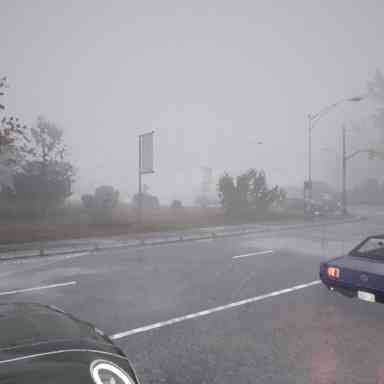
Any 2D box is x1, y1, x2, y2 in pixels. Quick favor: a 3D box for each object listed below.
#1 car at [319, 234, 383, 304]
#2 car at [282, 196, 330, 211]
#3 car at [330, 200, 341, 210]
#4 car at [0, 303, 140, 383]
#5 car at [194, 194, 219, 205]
[{"bbox_3d":[4.942,1.573,7.254,4.718,1.301,1.895,0,0,-35],"label":"car"},{"bbox_3d":[11.740,1.291,35.726,1.837,1.490,4.892,-1,0,-38],"label":"car"},{"bbox_3d":[14.461,1.247,37.959,2.128,1.511,4.902,-1,0,-39],"label":"car"},{"bbox_3d":[-2.531,1.352,1.918,4.553,1.767,2.097,0,0,-36],"label":"car"},{"bbox_3d":[2.349,1.117,53.124,2.097,1.767,4.553,-1,0,-39],"label":"car"}]
